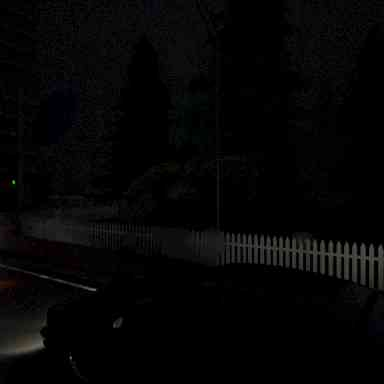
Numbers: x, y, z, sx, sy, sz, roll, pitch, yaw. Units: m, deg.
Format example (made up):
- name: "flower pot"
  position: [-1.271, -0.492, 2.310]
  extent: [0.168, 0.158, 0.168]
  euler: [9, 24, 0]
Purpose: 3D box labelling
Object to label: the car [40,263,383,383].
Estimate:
- name: "car"
  position: [0.606, 1.547, 3.562]
  extent: [5.357, 1.411, 2.033]
  euler: [0, 0, 36]
